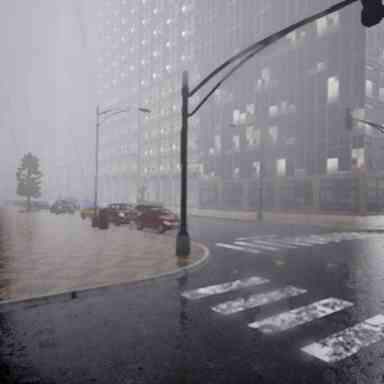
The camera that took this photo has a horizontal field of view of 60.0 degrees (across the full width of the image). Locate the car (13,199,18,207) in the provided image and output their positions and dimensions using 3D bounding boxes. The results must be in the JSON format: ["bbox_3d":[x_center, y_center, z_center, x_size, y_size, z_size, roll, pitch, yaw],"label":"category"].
[{"bbox_3d":[-31.178,2.109,61.561,2.008,1.369,4.403,1,-1,-35],"label":"car"}]

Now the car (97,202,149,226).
[{"bbox_3d":[-5.129,1.564,24.298,1.967,1.590,4.097,1,-1,-35],"label":"car"}]

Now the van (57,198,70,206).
[{"bbox_3d":[-27.565,2.094,71.022,1.690,1.788,3.998,0,-1,-35],"label":"van"}]

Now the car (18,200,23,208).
[{"bbox_3d":[-27.922,2.049,56.904,1.887,1.381,4.507,1,-1,-35],"label":"car"}]

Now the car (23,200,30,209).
[{"bbox_3d":[-24.666,2.016,52.245,1.947,1.339,4.313,1,-1,-35],"label":"car"}]

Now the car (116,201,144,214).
[{"bbox_3d":[-8.126,1.954,43.210,1.752,1.417,4.829,0,-1,-35],"label":"car"}]

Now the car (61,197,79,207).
[{"bbox_3d":[-24.309,2.014,66.364,2.192,1.841,5.009,0,-1,-35],"label":"car"}]

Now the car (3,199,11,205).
[{"bbox_3d":[-40.946,2.272,75.536,2.008,1.369,4.403,1,-1,-35],"label":"car"}]

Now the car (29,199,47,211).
[{"bbox_3d":[-21.410,1.946,47.587,2.008,1.369,4.403,1,-1,-35],"label":"car"}]

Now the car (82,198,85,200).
[{"bbox_3d":[-16.523,1.901,45.212,1.837,1.490,4.892,1,-2,-35],"label":"car"}]

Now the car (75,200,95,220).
[{"bbox_3d":[-8.288,1.702,28.816,1.752,1.417,4.829,1,-1,-35],"label":"car"}]

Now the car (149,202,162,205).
[{"bbox_3d":[-3.093,1.673,25.919,1.837,1.490,4.892,1,-1,-35],"label":"car"}]

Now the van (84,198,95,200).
[{"bbox_3d":[-17.797,1.931,57.047,1.690,1.788,3.998,0,-1,-35],"label":"van"}]

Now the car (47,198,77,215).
[{"bbox_3d":[-14.897,1.727,38.272,1.967,1.590,4.097,1,-1,-35],"label":"car"}]

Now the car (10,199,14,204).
[{"bbox_3d":[-34.434,2.195,66.220,1.802,1.307,4.206,1,-1,-35],"label":"car"}]

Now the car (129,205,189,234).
[{"bbox_3d":[-1.873,1.652,19.638,1.802,1.307,4.206,1,-1,-35],"label":"car"}]

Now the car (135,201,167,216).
[{"bbox_3d":[-4.773,1.813,38.414,1.967,1.590,4.097,0,-1,-35],"label":"car"}]
